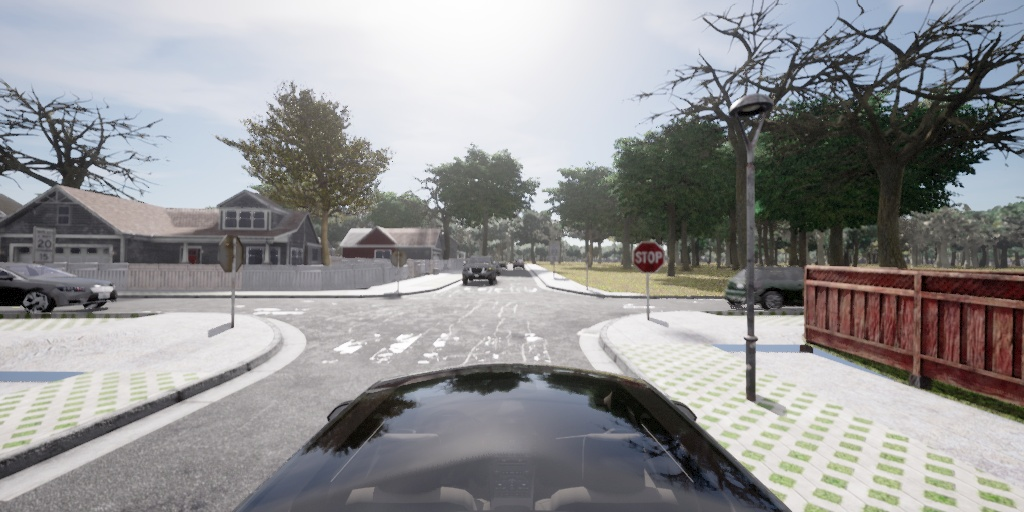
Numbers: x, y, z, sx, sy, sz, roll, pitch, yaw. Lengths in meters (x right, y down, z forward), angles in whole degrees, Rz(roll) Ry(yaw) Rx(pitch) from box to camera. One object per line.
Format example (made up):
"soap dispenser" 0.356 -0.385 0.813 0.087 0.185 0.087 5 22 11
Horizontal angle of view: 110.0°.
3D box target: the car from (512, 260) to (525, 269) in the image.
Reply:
"car" 1.092 1.382 58.433 1.837 1.490 4.892 0 0 1

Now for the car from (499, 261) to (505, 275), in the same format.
"car" -2.157 1.347 39.450 2.033 1.411 5.357 0 0 1

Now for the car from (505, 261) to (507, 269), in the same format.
"car" -1.758 1.477 58.458 1.895 1.301 4.718 0 0 2

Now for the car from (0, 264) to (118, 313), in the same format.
"car" -15.531 0.977 11.182 4.902 1.511 2.128 1 -2 -8

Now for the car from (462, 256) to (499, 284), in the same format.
"car" -2.372 0.986 27.172 2.150 2.045 5.566 0 0 1

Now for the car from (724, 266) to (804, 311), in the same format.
"car" 11.055 1.218 14.205 4.553 1.767 2.097 1 -2 -4
